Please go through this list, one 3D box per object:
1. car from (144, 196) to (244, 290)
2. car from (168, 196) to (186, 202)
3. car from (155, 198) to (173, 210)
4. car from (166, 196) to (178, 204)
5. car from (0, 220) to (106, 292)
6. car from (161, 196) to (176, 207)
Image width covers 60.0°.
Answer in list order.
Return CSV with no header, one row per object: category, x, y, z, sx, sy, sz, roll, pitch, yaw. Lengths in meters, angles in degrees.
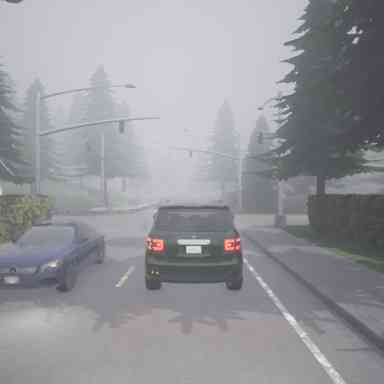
car,0.052,1.221,9.197,2.150,2.045,5.566,0,0,0
car,-3.396,1.524,73.799,1.812,1.442,4.674,0,0,-35
car,-3.643,1.563,43.599,1.994,1.385,4.181,0,0,0
car,-3.828,1.491,62.490,2.128,1.511,4.902,0,0,-4
car,-3.652,1.526,9.064,1.812,1.442,4.674,0,0,0
car,-3.657,1.491,52.407,2.128,1.511,4.902,0,0,0
